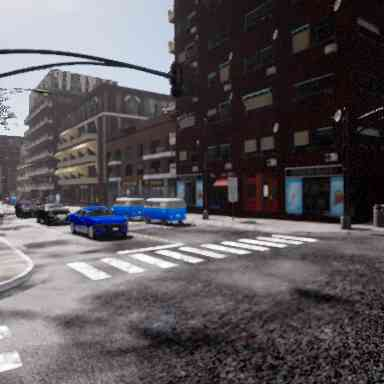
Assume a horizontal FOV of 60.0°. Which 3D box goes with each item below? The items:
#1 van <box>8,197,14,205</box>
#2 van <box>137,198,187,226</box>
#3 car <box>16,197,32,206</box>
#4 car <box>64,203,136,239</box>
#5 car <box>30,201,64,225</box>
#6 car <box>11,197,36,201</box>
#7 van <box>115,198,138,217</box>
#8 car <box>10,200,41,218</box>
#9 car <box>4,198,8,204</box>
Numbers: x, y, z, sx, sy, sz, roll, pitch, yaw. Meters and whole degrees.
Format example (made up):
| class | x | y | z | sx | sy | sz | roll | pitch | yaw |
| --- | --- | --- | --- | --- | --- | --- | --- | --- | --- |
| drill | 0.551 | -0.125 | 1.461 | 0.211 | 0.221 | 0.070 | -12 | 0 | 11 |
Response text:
| class | x | y | z | sx | sy | sz | roll | pitch | yaw |
| --- | --- | --- | --- | --- | --- | --- | --- | --- | --- |
| van | -41.074 | 2.086 | 77.419 | 1.690 | 1.788 | 3.998 | -2 | 1 | -36 |
| van | -2.016 | 1.347 | 23.646 | 1.690 | 1.788 | 3.998 | -2 | 1 | -36 |
| car | -34.565 | 1.933 | 68.456 | 2.192 | 1.841 | 5.009 | -2 | 1 | -36 |
| car | -5.168 | 1.552 | 18.164 | 1.882 | 1.535 | 5.008 | -1 | 0 | -36 |
| car | -10.772 | 1.669 | 25.881 | 2.128 | 1.511 | 4.902 | -1 | 0 | -36 |
| car | -27.777 | 2.039 | 54.756 | 2.033 | 1.411 | 5.357 | -1 | 0 | -37 |
| van | -5.271 | 1.406 | 28.127 | 1.690 | 1.788 | 3.998 | -2 | 1 | -36 |
| car | -17.032 | 1.841 | 34.513 | 2.033 | 1.411 | 5.357 | -1 | 0 | -36 |
| car | -44.321 | 2.354 | 81.902 | 1.887 | 1.381 | 4.507 | -2 | 1 | -36 |
